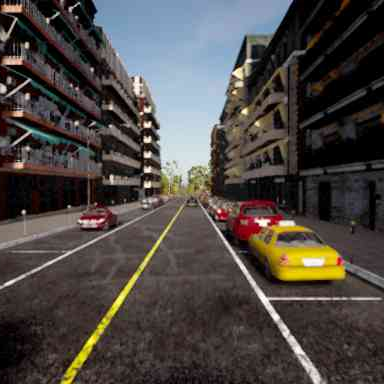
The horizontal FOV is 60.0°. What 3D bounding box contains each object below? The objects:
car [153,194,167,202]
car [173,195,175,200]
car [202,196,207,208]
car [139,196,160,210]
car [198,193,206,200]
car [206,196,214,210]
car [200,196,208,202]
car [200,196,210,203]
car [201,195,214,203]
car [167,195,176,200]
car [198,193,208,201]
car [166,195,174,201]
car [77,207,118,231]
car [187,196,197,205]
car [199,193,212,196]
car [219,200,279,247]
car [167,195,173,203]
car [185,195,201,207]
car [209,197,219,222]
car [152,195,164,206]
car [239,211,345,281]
[{"bbox_3d":[-5.683,1.295,53.666,2.192,1.841,5.009,-1,0,0],"label":"car"},{"bbox_3d":[-5.665,1.513,81.287,1.887,1.381,4.507,-1,0,0],"label":"car"},{"bbox_3d":[2.696,1.534,42.662,2.008,1.369,4.403,-1,0,0],"label":"car"},{"bbox_3d":[-5.683,1.535,42.619,2.008,1.369,4.403,-1,0,0],"label":"car"},{"bbox_3d":[2.715,1.277,92.380,2.192,1.841,5.009,-1,0,0],"label":"car"},{"bbox_3d":[2.689,1.428,31.614,1.967,1.590,4.097,-1,0,0],"label":"car"},{"bbox_3d":[2.712,1.552,75.807,1.802,1.307,4.206,-1,0,0],"label":"car"},{"bbox_3d":[2.709,1.497,70.453,1.752,1.417,4.829,-1,0,0],"label":"car"},{"bbox_3d":[2.699,1.547,48.186,1.947,1.339,4.313,-1,0,0],"label":"car"},{"bbox_3d":[-5.660,1.528,92.335,1.947,1.339,4.313,-1,0,0],"label":"car"},{"bbox_3d":[2.710,1.283,81.331,2.192,1.841,5.009,-1,0,0],"label":"car"},{"bbox_3d":[-5.663,1.491,86.642,1.752,1.417,4.829,-1,0,0],"label":"car"},{"bbox_3d":[-5.693,1.574,20.522,1.802,1.307,4.206,-1,0,0],"label":"car"},{"bbox_3d":[0.029,1.480,61.123,1.837,1.490,4.892,0,0,0],"label":"car"},{"bbox_3d":[2.697,1.294,53.710,2.192,1.841,5.009,-1,0,0],"label":"car"},{"bbox_3d":[2.685,1.309,15.041,2.192,1.841,5.009,-1,0,0],"label":"car"},{"bbox_3d":[-5.670,1.523,70.238,2.008,1.369,4.403,-1,0,0],"label":"car"},{"bbox_3d":[0.024,1.485,50.703,1.837,1.490,4.892,0,0,0],"label":"car"},{"bbox_3d":[2.687,1.430,26.089,1.967,1.590,4.097,-1,0,0],"label":"car"},{"bbox_3d":[-5.681,1.532,48.142,2.008,1.369,4.403,-1,0,0],"label":"car"},{"bbox_3d":[2.691,1.522,9.687,1.752,1.417,4.829,-1,0,0],"label":"car"}]
